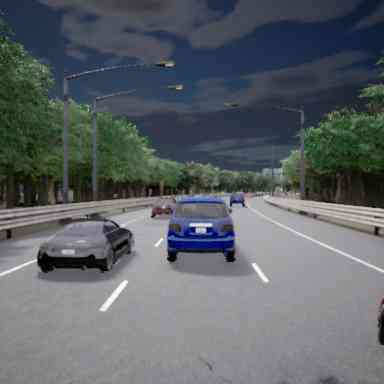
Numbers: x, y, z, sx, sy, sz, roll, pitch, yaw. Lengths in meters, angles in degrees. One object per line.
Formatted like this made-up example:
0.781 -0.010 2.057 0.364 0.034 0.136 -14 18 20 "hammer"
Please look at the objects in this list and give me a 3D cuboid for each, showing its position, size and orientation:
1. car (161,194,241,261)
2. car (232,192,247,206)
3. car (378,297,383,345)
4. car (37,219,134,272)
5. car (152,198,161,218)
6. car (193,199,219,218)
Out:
0.347 1.195 12.337 2.150 2.045 5.566 0 0 2 "car"
6.872 1.109 50.642 2.150 2.045 5.566 0 0 7 "car"
3.530 1.349 2.618 2.097 1.767 4.553 0 0 1 "car"
-3.191 1.538 10.734 1.994 1.385 4.181 0 0 2 "car"
-2.193 1.285 29.657 2.097 1.767 4.553 0 0 4 "car"
1.359 1.427 30.285 2.128 1.511 4.902 0 0 4 "car"
